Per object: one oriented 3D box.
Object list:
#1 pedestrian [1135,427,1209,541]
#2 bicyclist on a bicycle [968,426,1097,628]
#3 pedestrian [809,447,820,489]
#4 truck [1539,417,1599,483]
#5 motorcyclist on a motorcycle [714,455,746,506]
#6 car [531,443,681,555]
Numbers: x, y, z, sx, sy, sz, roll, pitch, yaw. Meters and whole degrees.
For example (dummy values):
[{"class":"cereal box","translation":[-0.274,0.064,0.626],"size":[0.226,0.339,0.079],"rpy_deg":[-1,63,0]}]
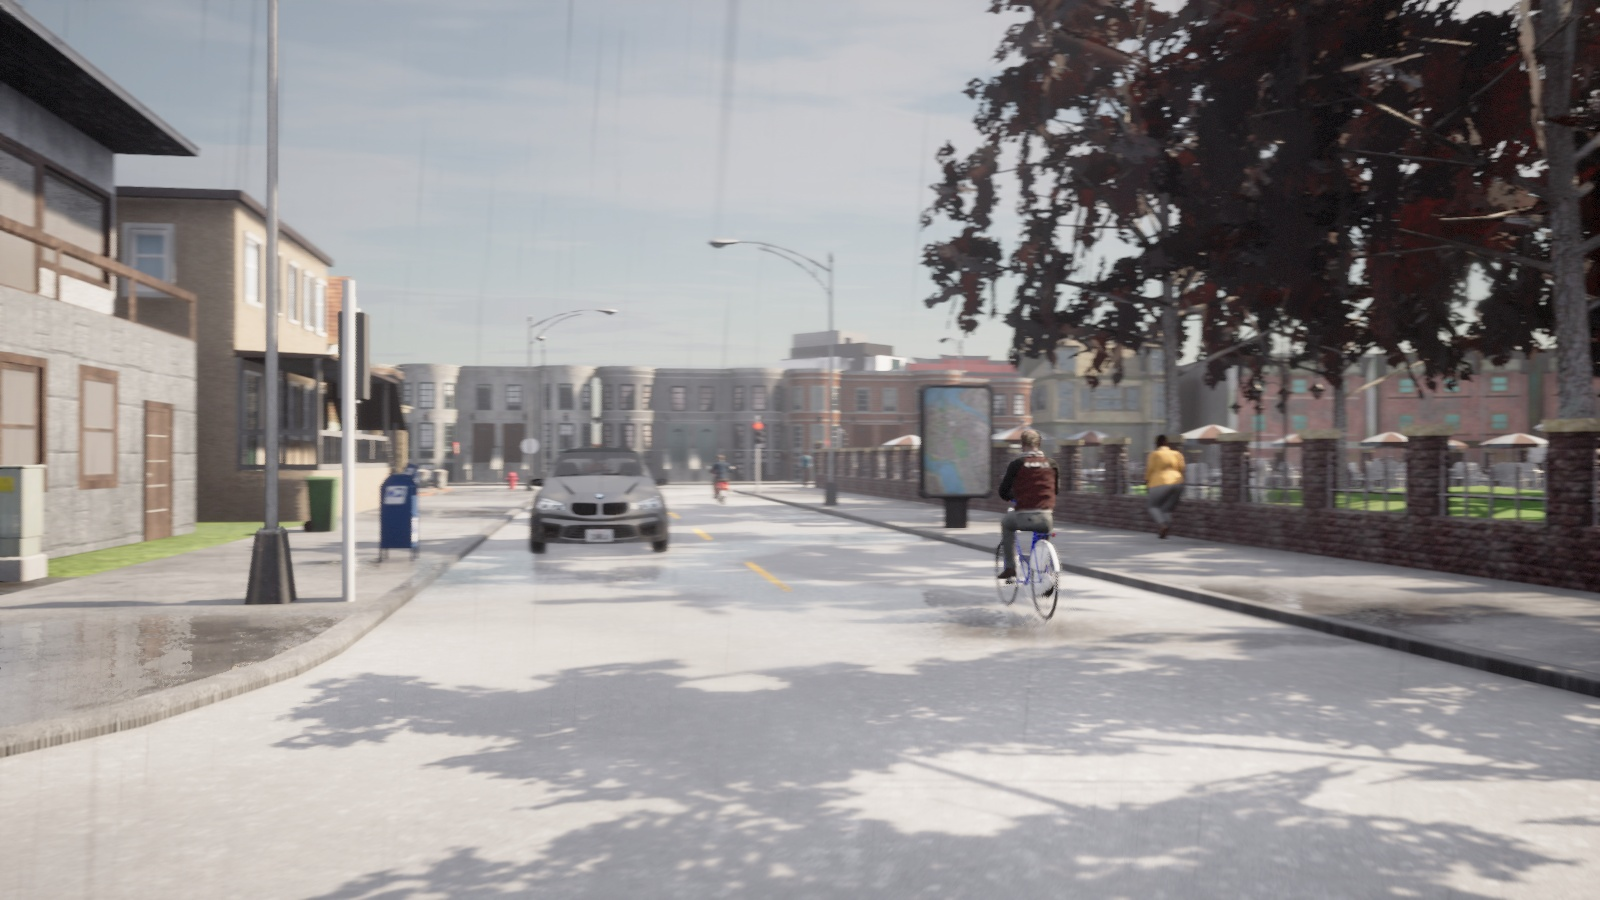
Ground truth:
[{"class":"pedestrian","translation":[6.227,0.559,21.041],"size":[0.874,1.855,0.900],"rpy_deg":[0,0,-10]},{"class":"bicyclist on a bicycle","translation":[2.187,0.683,12.042],"size":[0.659,1.776,1.843],"rpy_deg":[0,0,-8]},{"class":"pedestrian","translation":[0.668,0.819,57.848],"size":[0.396,1.930,0.692],"rpy_deg":[0,0,-7]},{"class":"truck","translation":[43.297,-0.028,66.064],"size":[2.891,3.462,7.936],"rpy_deg":[0,0,-13]},{"class":"motorcyclist on a motorcycle","translation":[-2.269,0.968,40.507],"size":[0.866,1.590,1.817],"rpy_deg":[0,0,-9]},{"class":"car","translation":[-3.260,0.741,21.222],"size":[2.242,1.667,4.611],"rpy_deg":[0,0,-9]}]
